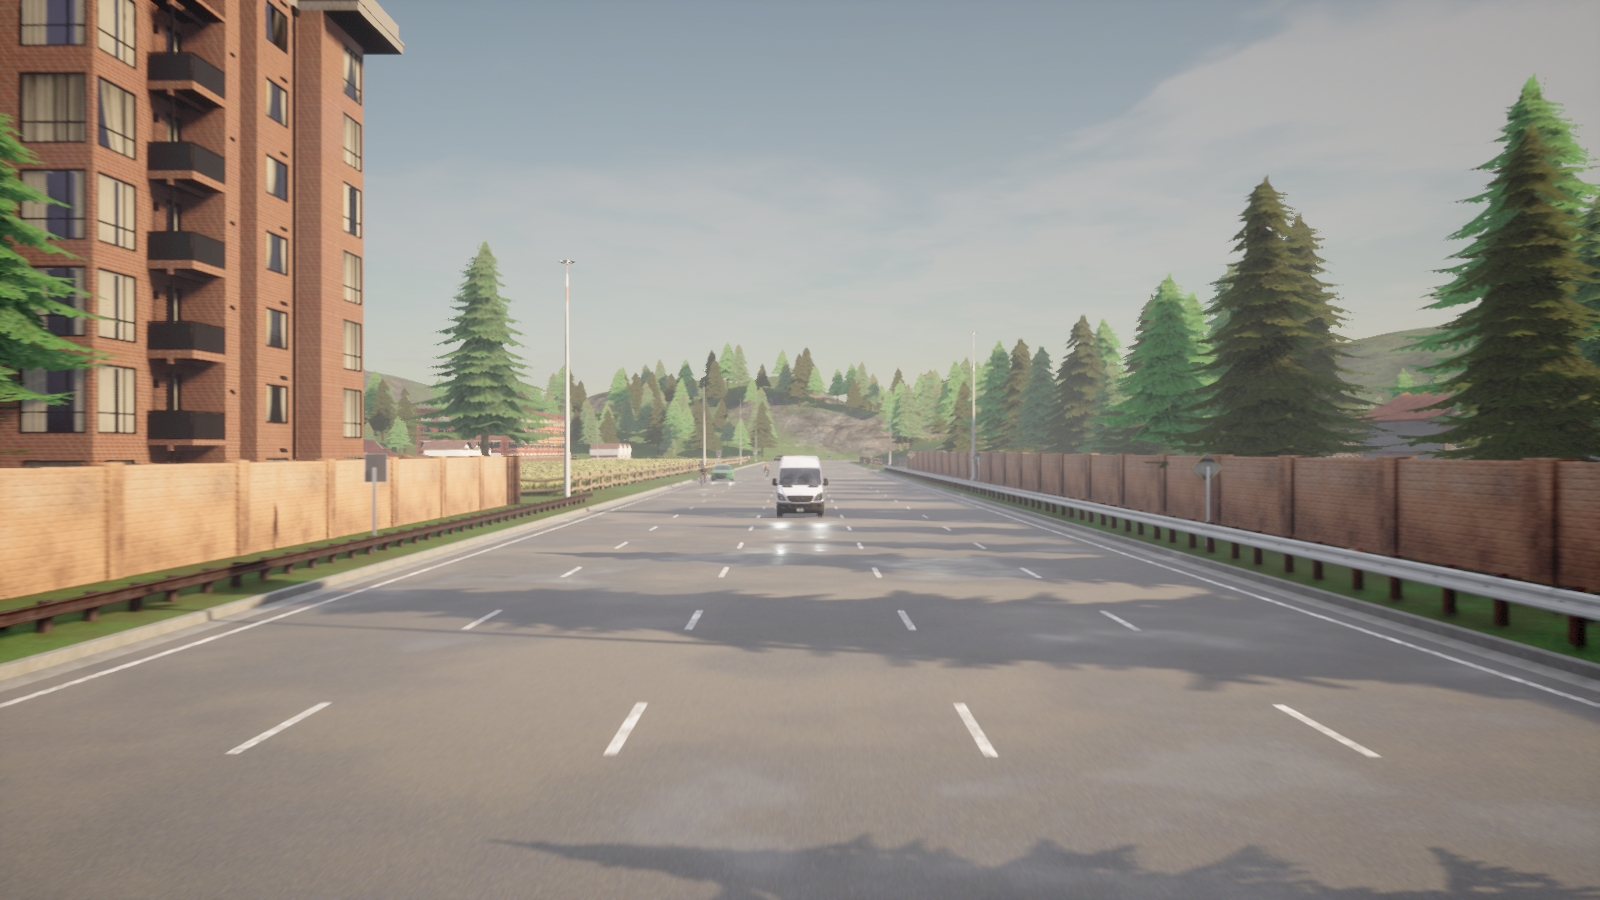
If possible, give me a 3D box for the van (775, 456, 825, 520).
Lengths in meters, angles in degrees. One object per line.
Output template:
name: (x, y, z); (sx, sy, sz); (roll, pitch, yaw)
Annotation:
van: (0.011, 1.534, 48.778); (1.988, 2.561, 5.915); (0, 0, 0)
